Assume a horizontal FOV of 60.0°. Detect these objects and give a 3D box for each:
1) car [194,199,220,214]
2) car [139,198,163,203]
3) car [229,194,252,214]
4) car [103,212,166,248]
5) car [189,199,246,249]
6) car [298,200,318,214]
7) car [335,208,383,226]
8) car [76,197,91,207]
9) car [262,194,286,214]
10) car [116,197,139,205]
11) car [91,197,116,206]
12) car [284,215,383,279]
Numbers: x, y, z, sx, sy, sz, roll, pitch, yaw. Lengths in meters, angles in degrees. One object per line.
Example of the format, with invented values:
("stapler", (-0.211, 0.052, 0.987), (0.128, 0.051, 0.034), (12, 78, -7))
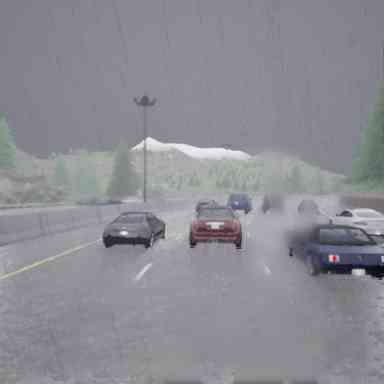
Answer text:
("car", (1.741, 1.507, 36.344), (1.837, 1.490, 4.892), (0, 0, 15))
("car", (-5.568, 1.546, 48.788), (1.994, 1.385, 4.181), (0, 0, 19))
("car", (5.156, 1.232, 35.705), (2.150, 2.045, 5.566), (0, 0, 15))
("car", (-2.406, 1.556, 14.828), (1.994, 1.385, 4.181), (0, 0, 6))
("car", (1.121, 1.354, 14.904), (2.097, 1.767, 4.553), (0, 0, 6))
("car", (12.629, 1.595, 36.303), (1.994, 1.385, 4.181), (0, 0, 16))
("car", (8.401, 1.547, 16.783), (1.812, 1.442, 4.674), (0, 0, 8))
("car", (-15.698, 1.501, 51.649), (2.033, 1.411, 5.357), (0, 0, 19))
("car", (8.754, 1.242, 35.591), (2.150, 2.045, 5.566), (0, 0, 16))
("car", (-8.913, 1.497, 49.844), (1.812, 1.442, 4.674), (0, 0, 19))
("car", (-12.525, 1.467, 50.116), (1.837, 1.490, 4.892), (0, 0, 19))
("car", (4.124, 1.611, 10.088), (1.895, 1.301, 4.718), (0, 0, 4))
